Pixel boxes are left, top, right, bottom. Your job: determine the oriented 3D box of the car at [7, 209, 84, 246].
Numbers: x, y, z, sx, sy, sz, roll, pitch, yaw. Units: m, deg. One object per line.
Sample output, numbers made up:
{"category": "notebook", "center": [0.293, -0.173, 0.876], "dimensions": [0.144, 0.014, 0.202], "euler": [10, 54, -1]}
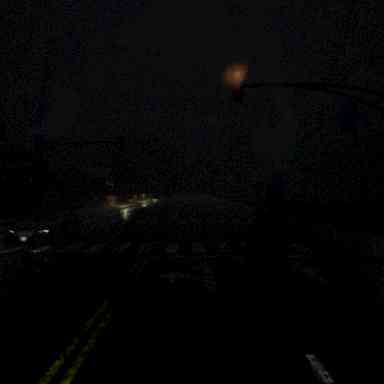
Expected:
{"category": "car", "center": [-6.496, 1.543, 15.270], "dimensions": [2.128, 1.511, 4.902], "euler": [0, 0, 0]}
